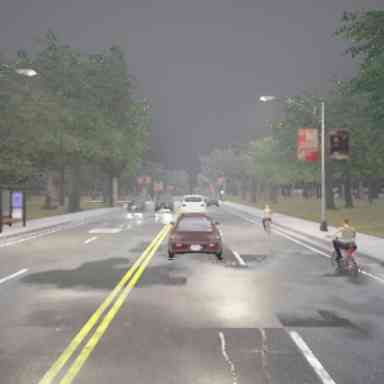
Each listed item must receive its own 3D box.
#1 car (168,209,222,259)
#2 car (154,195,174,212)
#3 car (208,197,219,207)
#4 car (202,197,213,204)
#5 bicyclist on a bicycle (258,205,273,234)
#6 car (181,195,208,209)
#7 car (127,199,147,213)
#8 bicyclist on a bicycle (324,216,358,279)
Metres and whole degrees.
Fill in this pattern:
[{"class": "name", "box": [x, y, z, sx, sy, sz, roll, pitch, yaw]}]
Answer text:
[{"class": "car", "box": [0.104, 1.569, 12.643, 1.812, 1.442, 4.674, 0, 0, 0]}, {"class": "car", "box": [-3.331, 1.365, 40.739, 2.150, 2.045, 5.566, 0, 0, 0]}, {"class": "car", "box": [3.367, 1.703, 55.246, 1.837, 1.490, 4.892, 0, 0, 0]}, {"class": "car", "box": [3.274, 1.787, 71.942, 2.128, 1.511, 4.902, 0, 0, 0]}, {"class": "bicyclist on a bicycle", "box": [4.169, 1.501, 18.550, 0.866, 1.612, 1.509, 0, 0, 0]}, {"class": "car", "box": [0.111, 1.331, 31.392, 2.150, 2.045, 5.566, 0, 0, 0]}, {"class": "car", "box": [-6.579, 1.633, 39.955, 2.128, 1.511, 4.902, 0, 0, 0]}, {"class": "bicyclist on a bicycle", "box": [4.166, 1.468, 9.154, 0.866, 1.612, 1.509, 0, 0, 0]}]
